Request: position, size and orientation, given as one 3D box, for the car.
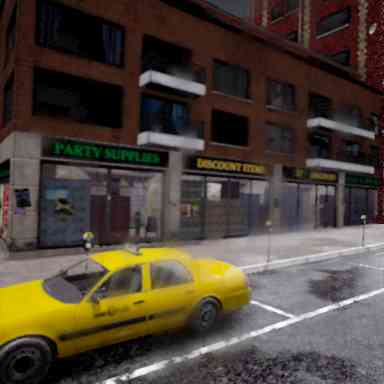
[{"bbox_3d":[-1.189,1.541,5.223,4.829,1.417,1.752,1,1,-35],"label":"car"}]
